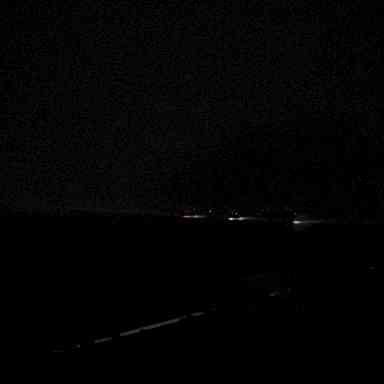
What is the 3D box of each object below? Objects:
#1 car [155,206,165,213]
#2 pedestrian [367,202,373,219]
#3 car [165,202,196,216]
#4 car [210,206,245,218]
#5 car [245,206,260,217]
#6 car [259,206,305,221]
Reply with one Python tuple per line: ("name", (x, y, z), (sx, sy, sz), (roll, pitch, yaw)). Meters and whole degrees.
("car", (-5.539, 3.445, 65.466), (1.895, 1.301, 4.718), (1, -2, -33))
("pedestrian", (18.892, 1.917, 35.268), (0.375, 1.860, 0.375), (-2, 1, -33))
("car", (-1.606, 2.644, 52.736), (2.150, 2.045, 5.566), (1, -2, -33))
("car", (4.253, 2.581, 43.755), (1.837, 1.490, 4.892), (1, -2, -33))
("car", (8.436, 2.567, 44.118), (1.812, 1.442, 4.674), (1, -2, -33))
("car", (9.774, 2.259, 35.319), (1.812, 1.442, 4.674), (1, -2, -33))
